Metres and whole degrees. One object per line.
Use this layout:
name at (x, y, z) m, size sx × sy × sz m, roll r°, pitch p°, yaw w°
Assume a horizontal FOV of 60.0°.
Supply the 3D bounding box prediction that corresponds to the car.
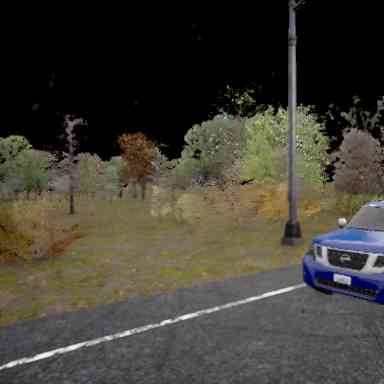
car at (4.913, 1.191, 7.563) m, size 5.566 × 2.045 × 2.150 m, roll 0°, pitch 0°, yaw -36°
